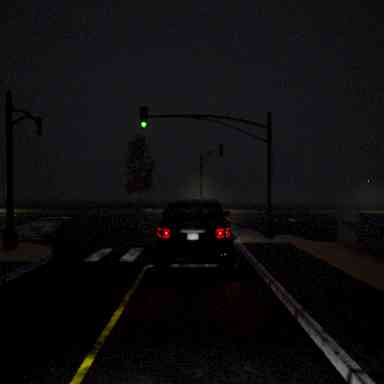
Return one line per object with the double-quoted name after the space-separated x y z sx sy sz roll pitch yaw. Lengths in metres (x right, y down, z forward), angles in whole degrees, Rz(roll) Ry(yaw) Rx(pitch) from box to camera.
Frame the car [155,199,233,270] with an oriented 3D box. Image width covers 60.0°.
0.138 1.229 11.194 2.150 2.045 5.566 0 0 2 "car"
